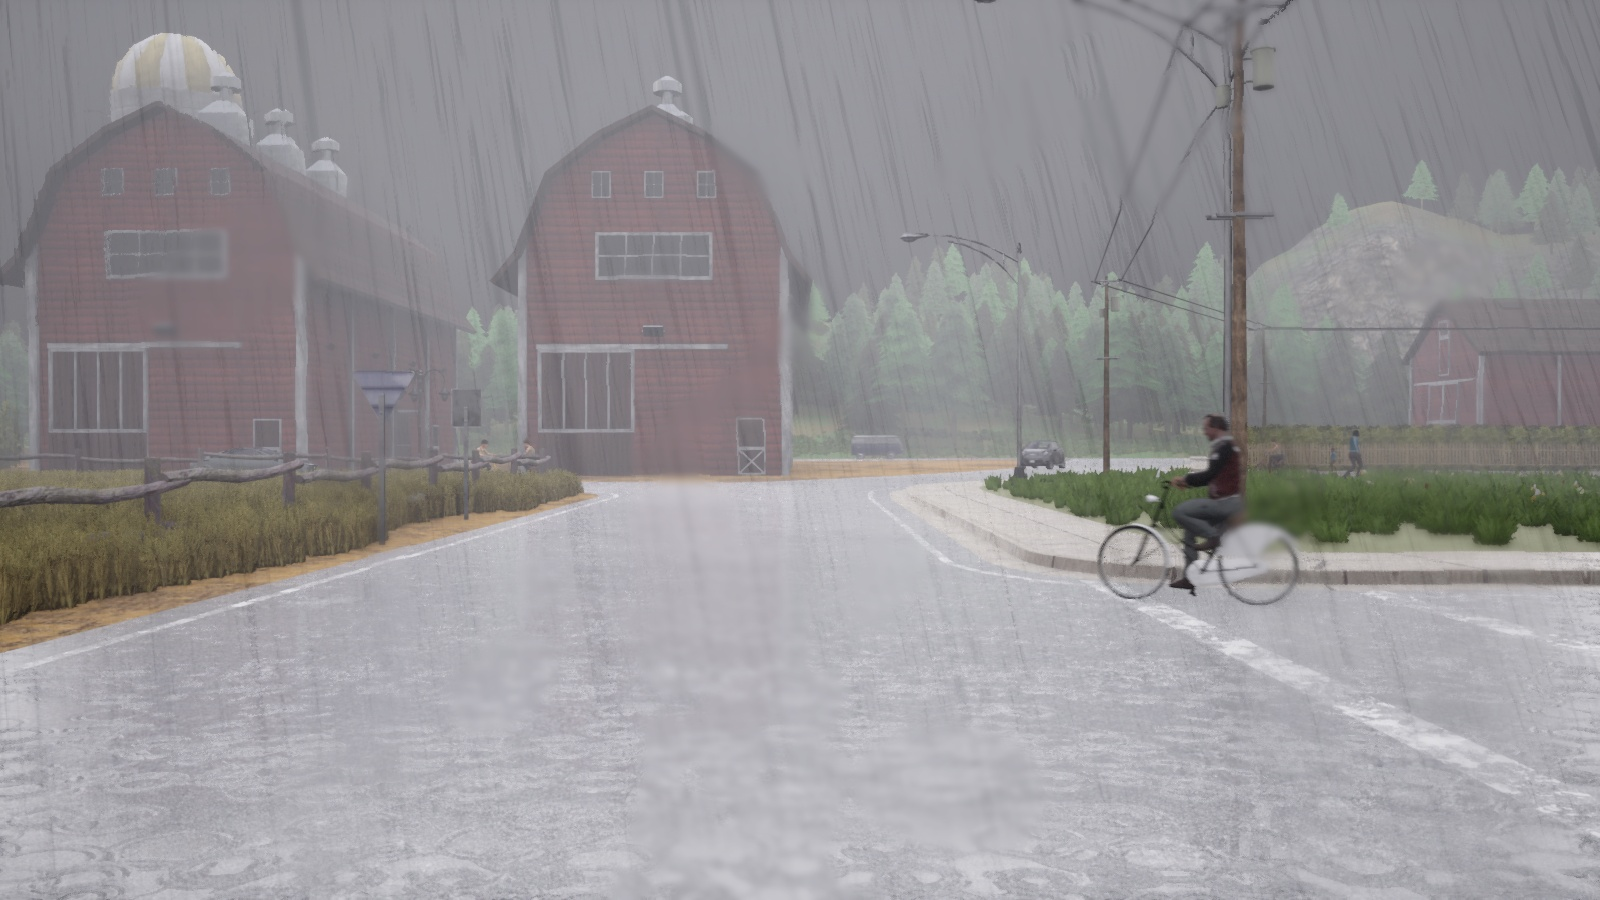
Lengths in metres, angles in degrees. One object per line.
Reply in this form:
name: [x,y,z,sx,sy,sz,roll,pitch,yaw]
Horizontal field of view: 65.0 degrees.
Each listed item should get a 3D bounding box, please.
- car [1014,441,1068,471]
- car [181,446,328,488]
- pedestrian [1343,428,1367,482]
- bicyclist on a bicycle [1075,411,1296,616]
car: [12.409,0.293,64.610,1.845,1.501,3.633,0,1,26]
car: [-18.576,0.553,42.928,4.181,1.385,1.994,0,0,-4]
pedestrian: [19.960,0.163,45.139,0.692,1.930,0.396,0,0,-2]
bicyclist on a bicycle: [3.557,0.554,11.631,1.843,1.776,0.659,0,-2,29]
